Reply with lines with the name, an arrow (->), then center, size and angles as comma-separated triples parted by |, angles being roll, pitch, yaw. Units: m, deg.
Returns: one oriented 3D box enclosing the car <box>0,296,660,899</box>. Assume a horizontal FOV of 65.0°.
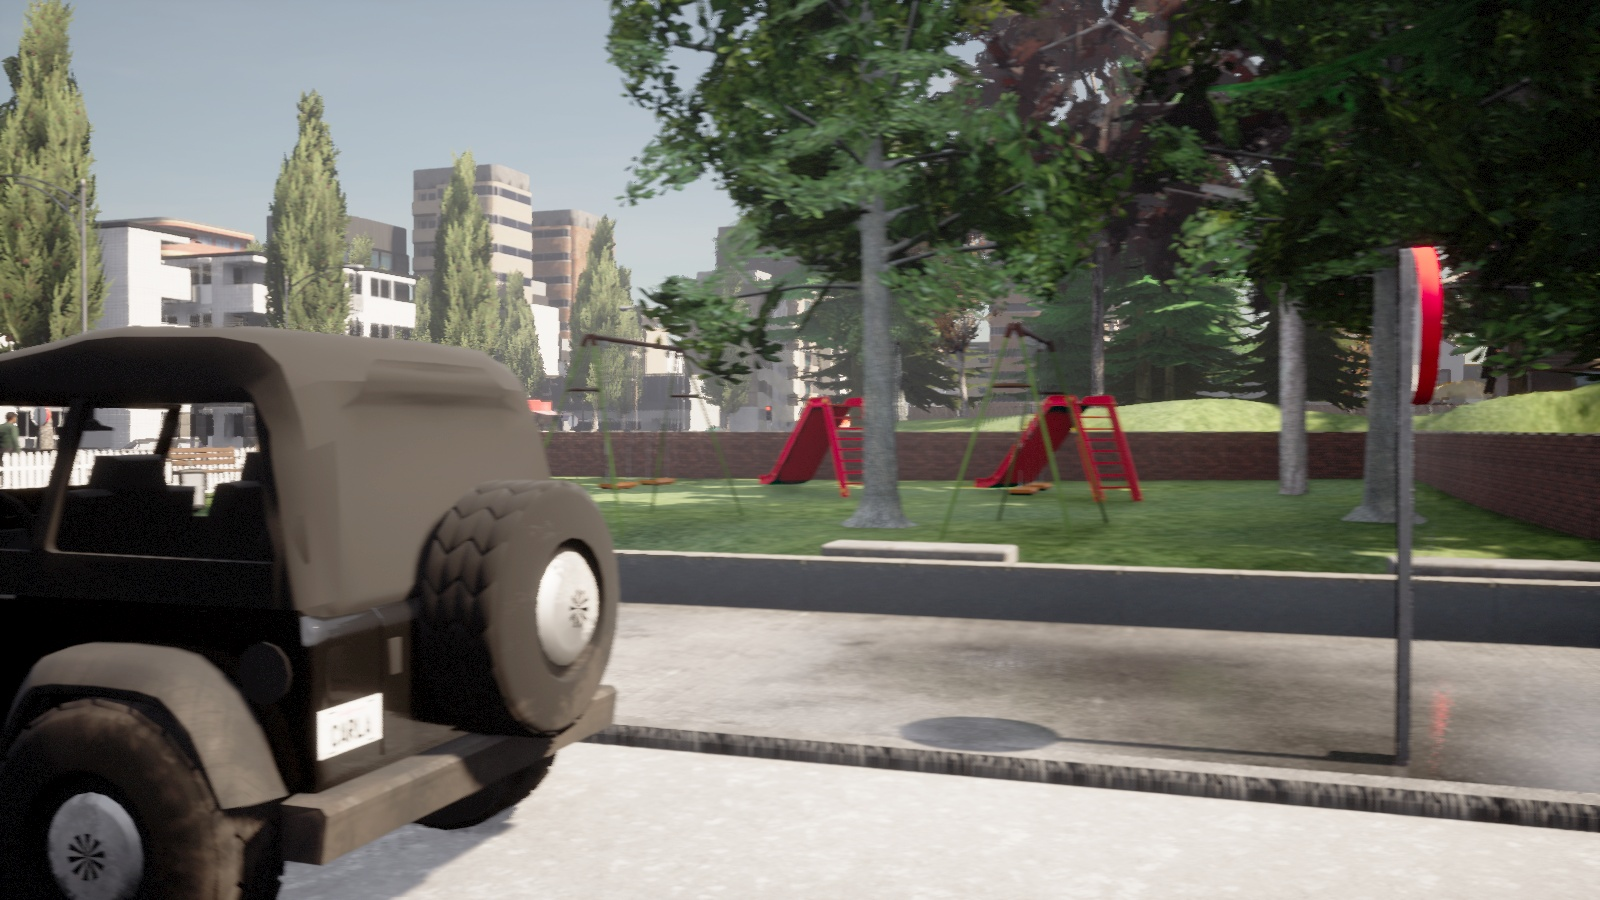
car -> -2.689, 0.524, 4.619 | 3.866, 1.878, 1.905 | 1, 1, 19
